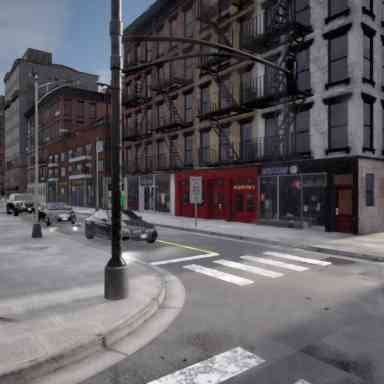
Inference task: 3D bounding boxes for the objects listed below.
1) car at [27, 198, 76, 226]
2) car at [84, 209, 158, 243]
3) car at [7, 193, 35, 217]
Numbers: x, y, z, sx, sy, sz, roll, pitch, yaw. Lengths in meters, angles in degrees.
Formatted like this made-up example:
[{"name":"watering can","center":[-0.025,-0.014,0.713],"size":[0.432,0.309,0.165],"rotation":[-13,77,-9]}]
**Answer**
[{"name":"car","center":[-9.676,1.457,23.342],"size":[2.128,1.511,4.902],"rotation":[0,0,-38]},{"name":"car","center":[-3.408,1.508,15.225],"size":[1.812,1.442,4.674],"rotation":[0,0,-39]},{"name":"car","center":[-16.029,1.168,31.607],"size":[2.150,2.045,5.566],"rotation":[0,0,-37]}]
